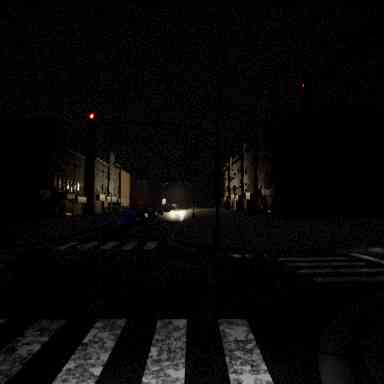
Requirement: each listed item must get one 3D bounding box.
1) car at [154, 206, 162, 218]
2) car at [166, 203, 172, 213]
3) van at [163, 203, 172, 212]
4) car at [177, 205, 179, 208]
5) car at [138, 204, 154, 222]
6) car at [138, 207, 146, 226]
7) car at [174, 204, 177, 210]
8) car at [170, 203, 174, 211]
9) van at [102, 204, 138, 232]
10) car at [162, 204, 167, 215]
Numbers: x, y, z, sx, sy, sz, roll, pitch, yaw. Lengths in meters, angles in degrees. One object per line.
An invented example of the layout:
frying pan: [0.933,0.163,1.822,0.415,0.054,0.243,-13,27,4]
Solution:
car: [-5.454,2.666,43.318,1.887,1.381,4.507,2,-2,0]
car: [-5.513,3.344,64.469,1.887,1.381,4.507,1,-2,0]
van: [-5.538,3.501,75.050,1.690,1.788,3.998,1,-2,0]
car: [-5.581,4.041,90.912,2.192,1.841,5.009,1,-2,0]
car: [-5.418,2.120,32.749,2.192,1.841,5.009,2,-2,0]
car: [-5.412,2.211,27.759,2.008,1.369,4.403,2,-2,0]
car: [-5.571,4.085,85.618,2.008,1.369,4.403,1,-2,0]
car: [-5.525,3.418,69.760,1.967,1.590,4.097,1,-2,0]
van: [-5.397,1.905,24.446,1.690,1.788,3.998,2,-2,0]
car: [-5.485,3.035,53.893,1.802,1.307,4.206,2,-2,0]
